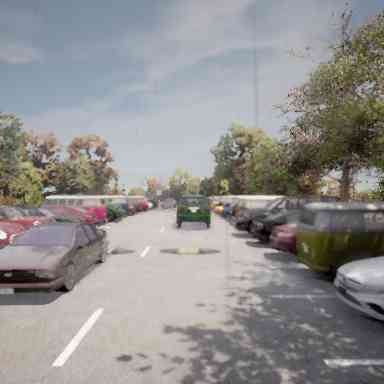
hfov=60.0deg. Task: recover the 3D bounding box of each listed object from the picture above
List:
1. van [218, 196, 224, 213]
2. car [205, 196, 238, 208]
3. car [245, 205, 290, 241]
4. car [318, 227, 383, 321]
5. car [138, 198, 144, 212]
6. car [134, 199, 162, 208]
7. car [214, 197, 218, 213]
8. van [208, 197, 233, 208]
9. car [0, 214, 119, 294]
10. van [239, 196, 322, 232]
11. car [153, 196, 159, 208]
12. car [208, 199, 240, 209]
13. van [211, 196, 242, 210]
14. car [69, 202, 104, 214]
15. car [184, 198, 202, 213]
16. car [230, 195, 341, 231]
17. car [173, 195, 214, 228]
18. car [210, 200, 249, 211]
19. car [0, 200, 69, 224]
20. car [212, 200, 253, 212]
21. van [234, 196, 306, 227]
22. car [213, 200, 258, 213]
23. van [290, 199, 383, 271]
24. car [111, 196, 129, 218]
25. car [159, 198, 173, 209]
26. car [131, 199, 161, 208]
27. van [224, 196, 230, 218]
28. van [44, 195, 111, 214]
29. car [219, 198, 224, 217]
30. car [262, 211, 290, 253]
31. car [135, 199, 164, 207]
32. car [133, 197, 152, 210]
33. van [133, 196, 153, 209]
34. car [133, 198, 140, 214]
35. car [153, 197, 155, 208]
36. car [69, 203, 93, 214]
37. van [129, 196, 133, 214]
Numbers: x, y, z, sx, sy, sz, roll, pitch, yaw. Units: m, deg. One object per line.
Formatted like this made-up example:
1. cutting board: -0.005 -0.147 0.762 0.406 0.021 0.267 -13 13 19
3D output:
1. van: 4.923 1.333 30.788 4.442 1.987 1.878 0 -1 0
2. car: 5.067 1.766 58.482 5.566 2.045 2.435 0 -1 0
3. car: 5.034 1.483 14.183 5.008 1.535 2.097 0 0 0
4. car: 5.043 1.522 5.997 4.674 1.452 2.002 0 0 0
5. car: -8.070 1.681 36.498 4.792 1.488 2.163 0 -1 0
6. car: -8.035 2.085 61.471 4.892 1.521 2.231 0 -1 0
7. car: 4.855 1.600 33.552 5.366 1.575 1.946 0 -1 0
8. van: 5.157 1.856 61.373 4.442 1.987 1.878 0 -1 0
9. car: -3.659 1.556 9.140 2.033 1.411 5.357 0 0 -1
10. van: 5.157 1.259 19.848 4.442 1.987 1.878 0 0 0
11. car: -8.009 1.845 55.926 4.553 1.767 2.185 0 -1 0
12. car: 5.033 1.921 52.943 4.892 1.521 2.231 0 -1 0
13. van: 5.156 1.649 50.176 4.442 1.987 1.878 0 -1 0
14. car: -8.037 1.524 19.861 4.674 1.452 2.002 0 0 0
15. car: 0.100 1.591 40.687 2.097 1.767 4.553 0 -1 0
16. car: 5.011 1.233 17.078 5.566 2.045 2.435 0 0 0
17. car: 0.101 1.226 22.643 2.150 2.045 5.566 0 0 0
18. car: 5.034 1.786 44.758 5.008 1.535 2.097 0 -1 0
19. car: -8.071 1.357 14.309 4.553 1.767 2.185 0 0 0
20. car: 5.034 1.739 41.862 5.008 1.535 2.097 0 -1 0
21. van: 5.156 1.259 22.493 4.442 1.987 1.878 0 0 0
22. car: 5.034 1.695 39.092 4.892 1.521 2.231 0 -1 0
23. van: 5.157 1.256 8.768 4.442 1.987 1.878 0 0 0
24. car: -8.012 1.234 25.414 5.566 2.045 2.435 0 0 0
25. car: -3.569 1.783 52.455 2.097 1.767 4.553 0 -1 0
26. car: -8.034 2.023 58.700 5.008 1.535 2.097 0 -1 0
27. van: 4.923 1.260 25.396 4.442 1.987 1.878 0 0 0
28. van: -8.157 1.259 22.637 4.442 1.987 1.878 0 0 0
29. car: 5.045 1.513 28.014 5.008 1.535 2.097 0 -1 0
30. car: 5.038 1.523 11.412 4.674 1.452 2.002 0 0 0
31. car: -8.226 2.149 64.239 5.366 1.575 1.946 0 -1 0
32. car: -8.035 1.741 42.049 5.008 1.535 2.097 0 -1 0
33. van: -7.924 1.561 44.829 4.442 1.987 1.878 0 -1 0
34. car: -8.038 1.646 33.721 4.674 1.452 2.002 0 -1 0
35. car: -8.038 1.872 47.600 4.674 1.452 2.002 0 -1 0
36. car: -8.046 1.483 17.085 5.008 1.535 2.097 0 0 0
37. van: -8.157 1.335 30.949 4.442 1.987 1.878 0 -1 0
